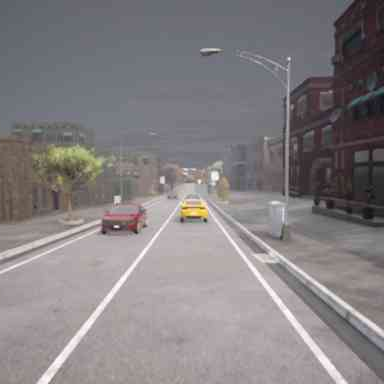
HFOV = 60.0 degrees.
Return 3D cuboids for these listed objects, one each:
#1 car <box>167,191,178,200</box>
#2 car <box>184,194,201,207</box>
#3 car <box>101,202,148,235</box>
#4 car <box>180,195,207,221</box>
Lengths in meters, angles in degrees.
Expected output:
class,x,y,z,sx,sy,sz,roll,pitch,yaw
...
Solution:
class,x,y,z,sx,sy,sz,roll,pitch,yaw
car,-3.471,0.620,60.055,1.837,1.490,4.892,0,1,1
car,0.098,1.035,41.452,2.033,1.411,5.357,0,1,0
car,-3.588,1.354,18.365,1.882,1.535,5.008,0,1,0
car,0.113,1.267,25.057,1.882,1.535,5.008,0,1,0
